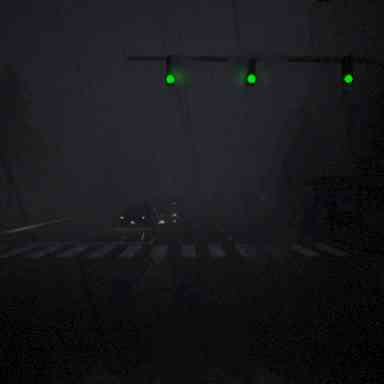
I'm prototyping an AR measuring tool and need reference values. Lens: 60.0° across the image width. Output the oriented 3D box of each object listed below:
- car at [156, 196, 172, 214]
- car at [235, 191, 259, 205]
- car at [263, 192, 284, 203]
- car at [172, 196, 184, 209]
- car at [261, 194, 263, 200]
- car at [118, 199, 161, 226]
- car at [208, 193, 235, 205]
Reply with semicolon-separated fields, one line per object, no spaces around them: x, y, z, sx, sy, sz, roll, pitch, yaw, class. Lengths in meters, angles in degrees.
-3.377;1.373;32.658;1.812;1.442;4.674;0;0;2;car
8.072;0.933;50.762;2.150;2.045;5.566;0;0;30;car
14.583;0.864;59.062;5.566;2.045;2.150;-1;0;-43;car
-2.300;1.303;42.750;1.837;1.490;4.892;0;0;13;car
10.107;1.189;59.482;1.812;1.442;4.674;0;0;44;car
-3.589;1.439;22.785;2.033;1.411;5.357;0;0;0;car
4.327;1.080;51.185;2.097;1.767;4.553;0;0;30;car
